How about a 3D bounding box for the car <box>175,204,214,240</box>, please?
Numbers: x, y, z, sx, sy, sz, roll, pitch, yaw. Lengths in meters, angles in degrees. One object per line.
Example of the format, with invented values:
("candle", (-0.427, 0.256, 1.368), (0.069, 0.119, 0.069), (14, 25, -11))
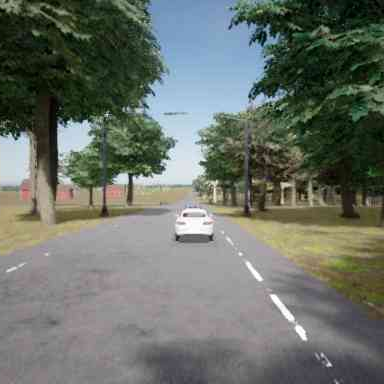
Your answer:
("car", (0.104, 1.563, 17.046), (1.812, 1.442, 4.674), (0, 0, 0))
